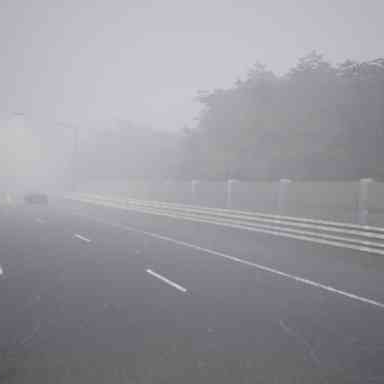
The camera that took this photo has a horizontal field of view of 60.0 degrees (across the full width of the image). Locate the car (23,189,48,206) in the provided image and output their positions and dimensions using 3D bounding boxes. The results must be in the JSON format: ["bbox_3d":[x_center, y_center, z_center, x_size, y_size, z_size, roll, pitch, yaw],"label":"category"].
[{"bbox_3d":[-16.155,0.574,34.314,1.882,1.535,5.008,3,0,-32],"label":"car"}]
